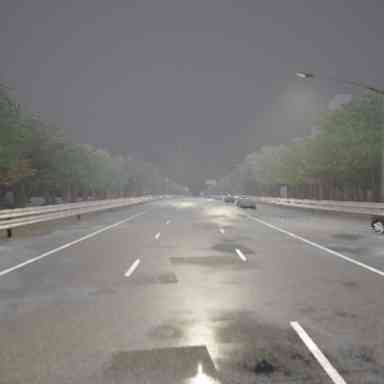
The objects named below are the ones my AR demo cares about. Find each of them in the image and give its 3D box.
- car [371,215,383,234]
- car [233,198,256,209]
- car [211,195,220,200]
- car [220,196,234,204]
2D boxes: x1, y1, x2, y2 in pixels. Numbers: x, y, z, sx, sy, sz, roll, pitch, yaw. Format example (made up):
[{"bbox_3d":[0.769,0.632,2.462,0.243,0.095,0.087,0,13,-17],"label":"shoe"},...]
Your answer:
[{"bbox_3d":[11.347,1.496,16.547,1.882,1.535,5.008,0,0,-17],"label":"car"},{"bbox_3d":[7.082,1.534,43.870,1.994,1.385,4.181,0,0,-1],"label":"car"},{"bbox_3d":[7.079,1.599,90.746,1.994,1.385,4.181,0,0,0],"label":"car"},{"bbox_3d":[6.989,1.449,62.912,1.837,1.490,4.892,0,0,0],"label":"car"}]
